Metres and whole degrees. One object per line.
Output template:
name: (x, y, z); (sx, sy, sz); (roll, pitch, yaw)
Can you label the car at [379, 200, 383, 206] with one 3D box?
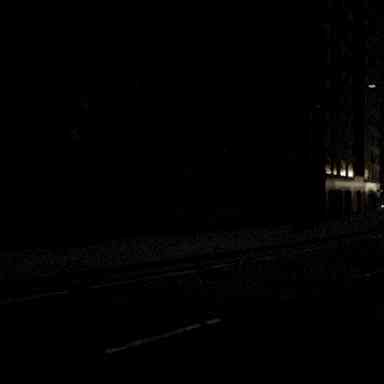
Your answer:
car: (44.259, 2.499, 77.231); (1.994, 1.385, 4.181); (0, -1, 11)
